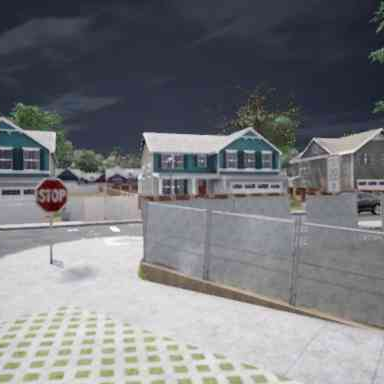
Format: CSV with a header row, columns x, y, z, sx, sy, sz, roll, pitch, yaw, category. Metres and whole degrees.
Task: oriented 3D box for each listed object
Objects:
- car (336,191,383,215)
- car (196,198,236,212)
x,y,z,sx,sy,sz,roll,pitch,yaw,category
10.035,0.751,21.318,4.892,1.490,1.837,-1,0,-17,car
0.696,1.016,18.344,5.357,1.411,2.033,-1,0,-18,car
